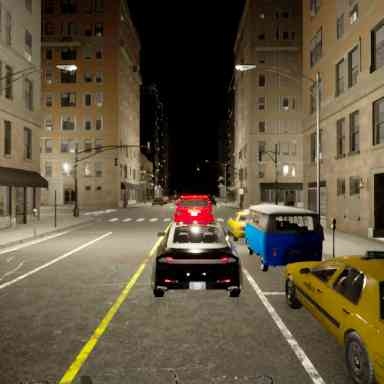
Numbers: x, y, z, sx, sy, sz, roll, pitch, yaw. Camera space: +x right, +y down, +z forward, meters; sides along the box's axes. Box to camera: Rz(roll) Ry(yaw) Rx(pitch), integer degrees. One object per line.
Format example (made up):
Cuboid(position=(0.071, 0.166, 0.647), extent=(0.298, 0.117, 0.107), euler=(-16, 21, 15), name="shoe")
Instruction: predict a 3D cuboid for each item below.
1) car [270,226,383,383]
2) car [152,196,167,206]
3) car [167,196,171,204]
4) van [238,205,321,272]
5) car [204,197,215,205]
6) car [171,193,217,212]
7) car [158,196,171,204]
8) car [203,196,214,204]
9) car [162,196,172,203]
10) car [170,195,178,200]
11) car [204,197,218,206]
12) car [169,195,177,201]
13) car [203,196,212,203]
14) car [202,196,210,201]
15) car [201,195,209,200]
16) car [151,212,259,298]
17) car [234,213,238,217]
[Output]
Cuboid(position=(2.680, 1.526, 5.004), extent=(1.752, 1.417, 4.829), euler=(1, 0, 0), name="car")
Cuboid(position=(-5.488, 1.587, 53.957), extent=(1.802, 1.307, 4.206), euler=(1, 0, 1), name="car")
Cuboid(position=(-5.413, 1.570, 59.486), extent=(1.947, 1.339, 4.313), euler=(1, 0, 1), name="car")
Cuboid(position=(2.686, 1.343, 10.508), extent=(1.690, 1.788, 3.998), euler=(1, 0, 0), name="van")
Cuboid(position=(3.113, 1.548, 59.375), extent=(1.887, 1.381, 4.507), euler=(1, 0, 1), name="car")
Cuboid(position=(0.117, 1.227, 20.000), extent=(2.150, 2.045, 5.566), euler=(0, 0, 0), name="car")
Cuboid(position=(-5.337, 1.554, 65.015), extent=(2.008, 1.369, 4.403), euler=(1, 0, 1), name="car")
Cuboid(position=(3.188, 1.553, 64.905), extent=(2.008, 1.369, 4.403), euler=(1, 0, 1), name="car")
Cuboid(position=(-5.261, 1.547, 70.543), extent=(1.887, 1.381, 4.507), euler=(1, 0, 1), name="car")
Cuboid(position=(-4.960, 1.563, 92.659), extent=(1.947, 1.339, 4.313), euler=(1, 0, 1), name="car")
Cuboid(position=(3.037, 1.569, 53.845), extent=(1.947, 1.339, 4.313), euler=(1, 0, 1), name="car")
Cuboid(position=(-5.037, 1.524, 86.960), extent=(1.752, 1.417, 4.829), euler=(1, 0, 1), name="car")
Cuboid(position=(3.264, 1.546, 70.435), extent=(1.887, 1.381, 4.507), euler=(1, 0, 1), name="car")
Cuboid(position=(3.414, 1.565, 81.496), extent=(1.947, 1.339, 4.313), euler=(1, 0, 1), name="car")
Cuboid(position=(3.565, 1.547, 92.556), extent=(2.008, 1.369, 4.403), euler=(1, 0, 1), name="car")
Cuboid(position=(0.105, 1.493, 8.495), extent=(2.128, 1.511, 4.902), euler=(0, 0, 0), name="car")
Cuboid(position=(2.690, 1.528, 16.351), extent=(1.752, 1.417, 4.829), euler=(1, 0, 0), name="car")
